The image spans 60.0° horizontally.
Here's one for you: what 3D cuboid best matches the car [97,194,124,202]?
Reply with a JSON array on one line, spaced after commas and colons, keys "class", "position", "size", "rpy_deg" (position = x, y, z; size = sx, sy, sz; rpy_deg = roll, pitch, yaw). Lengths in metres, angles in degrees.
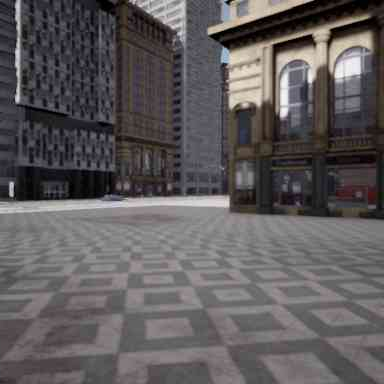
[{"class": "car", "position": [-15.237, 1.158, 62.445], "size": [2.033, 1.411, 5.357], "rpy_deg": [0, 1, 36]}]
